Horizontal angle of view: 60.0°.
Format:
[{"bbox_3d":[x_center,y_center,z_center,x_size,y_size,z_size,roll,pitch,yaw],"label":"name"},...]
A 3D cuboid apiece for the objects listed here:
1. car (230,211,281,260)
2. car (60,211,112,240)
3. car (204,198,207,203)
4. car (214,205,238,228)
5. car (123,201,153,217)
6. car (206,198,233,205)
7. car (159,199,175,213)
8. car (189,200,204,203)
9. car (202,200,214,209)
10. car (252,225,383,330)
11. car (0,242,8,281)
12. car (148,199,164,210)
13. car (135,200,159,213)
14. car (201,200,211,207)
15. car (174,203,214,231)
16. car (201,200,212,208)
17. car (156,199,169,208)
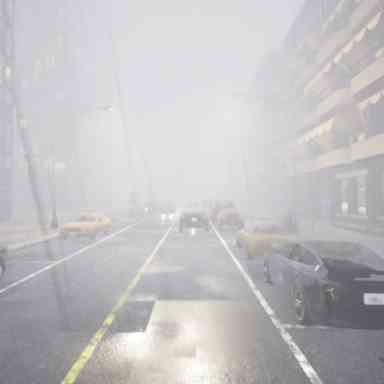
[{"bbox_3d":[2.723,1.661,12.828,1.752,1.417,4.829,1,-1,0],"label":"car"},{"bbox_3d":[-5.664,1.716,18.189,1.752,1.417,4.829,1,-1,0],"label":"car"},{"bbox_3d":[2.712,1.859,52.252,2.192,1.841,5.009,1,-1,0],"label":"car"},{"bbox_3d":[2.686,1.833,23.970,1.802,1.307,4.206,1,-1,0],"label":"car"},{"bbox_3d":[-5.651,1.919,35.326,2.008,1.369,4.403,1,-1,0],"label":"car"},{"bbox_3d":[2.695,1.625,29.629,2.192,1.841,5.009,1,-1,0],"label":"car"},{"bbox_3d":[-3.054,1.936,42.718,2.128,1.511,4.902,0,-1,0],"label":"car"},{"bbox_3d":[0.133,1.982,41.689,2.033,1.411,5.357,0,-1,0],"label":"car"},{"bbox_3d":[2.713,2.168,57.906,1.947,1.339,4.313,1,-1,0],"label":"car"},{"bbox_3d":[2.713,1.641,7.002,1.947,1.339,4.313,1,-1,0],"label":"car"},{"bbox_3d":[-5.673,1.626,7.046,2.008,1.369,4.403,1,-1,0],"label":"car"},{"bbox_3d":[-5.636,1.984,52.296,1.967,1.590,4.097,1,-1,0],"label":"car"},{"bbox_3d":[-5.647,1.977,40.983,2.008,1.369,4.403,1,-1,0],"label":"car"},{"bbox_3d":[2.892,2.301,69.218,1.802,1.307,4.206,1,-1,0],"label":"car"},{"bbox_3d":[0.119,1.741,22.627,2.163,1.488,4.792,0,-1,0],"label":"car"},{"bbox_3d":[2.717,2.243,63.563,1.802,1.307,4.206,1,-1,0],"label":"car"},{"bbox_3d":[-5.628,2.100,63.608,1.967,1.590,4.097,1,-1,0],"label":"car"}]
